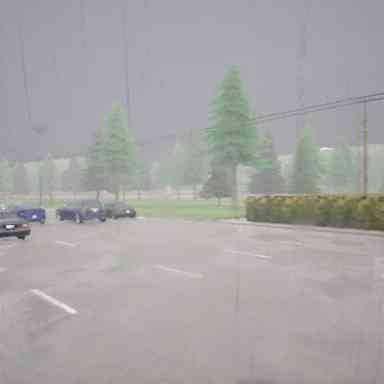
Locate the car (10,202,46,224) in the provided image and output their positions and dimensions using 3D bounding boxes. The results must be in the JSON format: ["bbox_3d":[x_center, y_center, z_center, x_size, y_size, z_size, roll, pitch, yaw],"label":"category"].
[{"bbox_3d":[-12.126,1.486,23.643,5.008,1.535,1.882,0,0,45],"label":"car"}]

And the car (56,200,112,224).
[{"bbox_3d":[-8.324,1.343,24.796,4.553,1.767,2.097,0,0,45],"label":"car"}]

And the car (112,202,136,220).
[{"bbox_3d":[-6.540,1.542,27.963,4.181,1.385,1.994,0,0,45],"label":"car"}]

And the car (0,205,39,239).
[{"bbox_3d":[-9.643,1.558,16.228,5.357,1.411,2.033,0,0,45],"label":"car"}]
